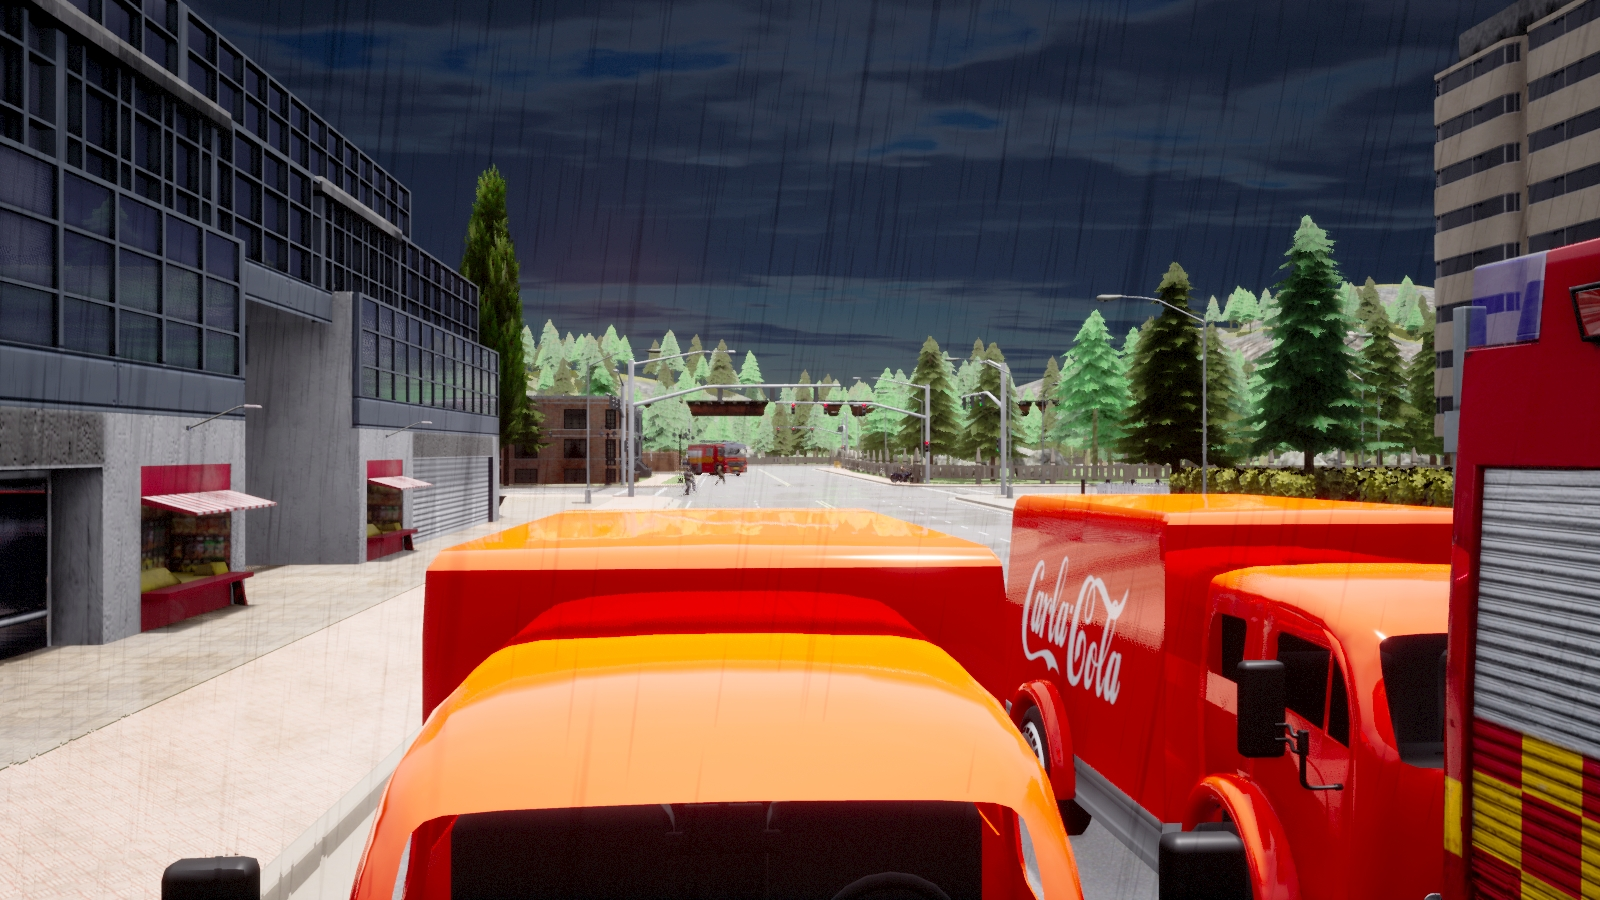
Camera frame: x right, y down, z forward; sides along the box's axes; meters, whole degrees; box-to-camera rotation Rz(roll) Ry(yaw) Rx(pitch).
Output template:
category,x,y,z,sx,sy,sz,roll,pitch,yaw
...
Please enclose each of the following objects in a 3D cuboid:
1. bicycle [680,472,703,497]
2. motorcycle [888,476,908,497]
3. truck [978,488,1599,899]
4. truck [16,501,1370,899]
category,x,y,z,sx,sy,sz,roll,pitch,yaw
bicycle,-6.483,2.060,68.287,0.329,1.471,1.835,-2,1,-40
motorcycle,5.944,2.205,69.519,0.867,1.251,2.209,0,0,-4
truck,3.003,1.568,7.234,2.627,2.467,5.204,0,0,-4
truck,-0.347,1.568,4.821,2.627,2.467,5.204,0,0,-4
